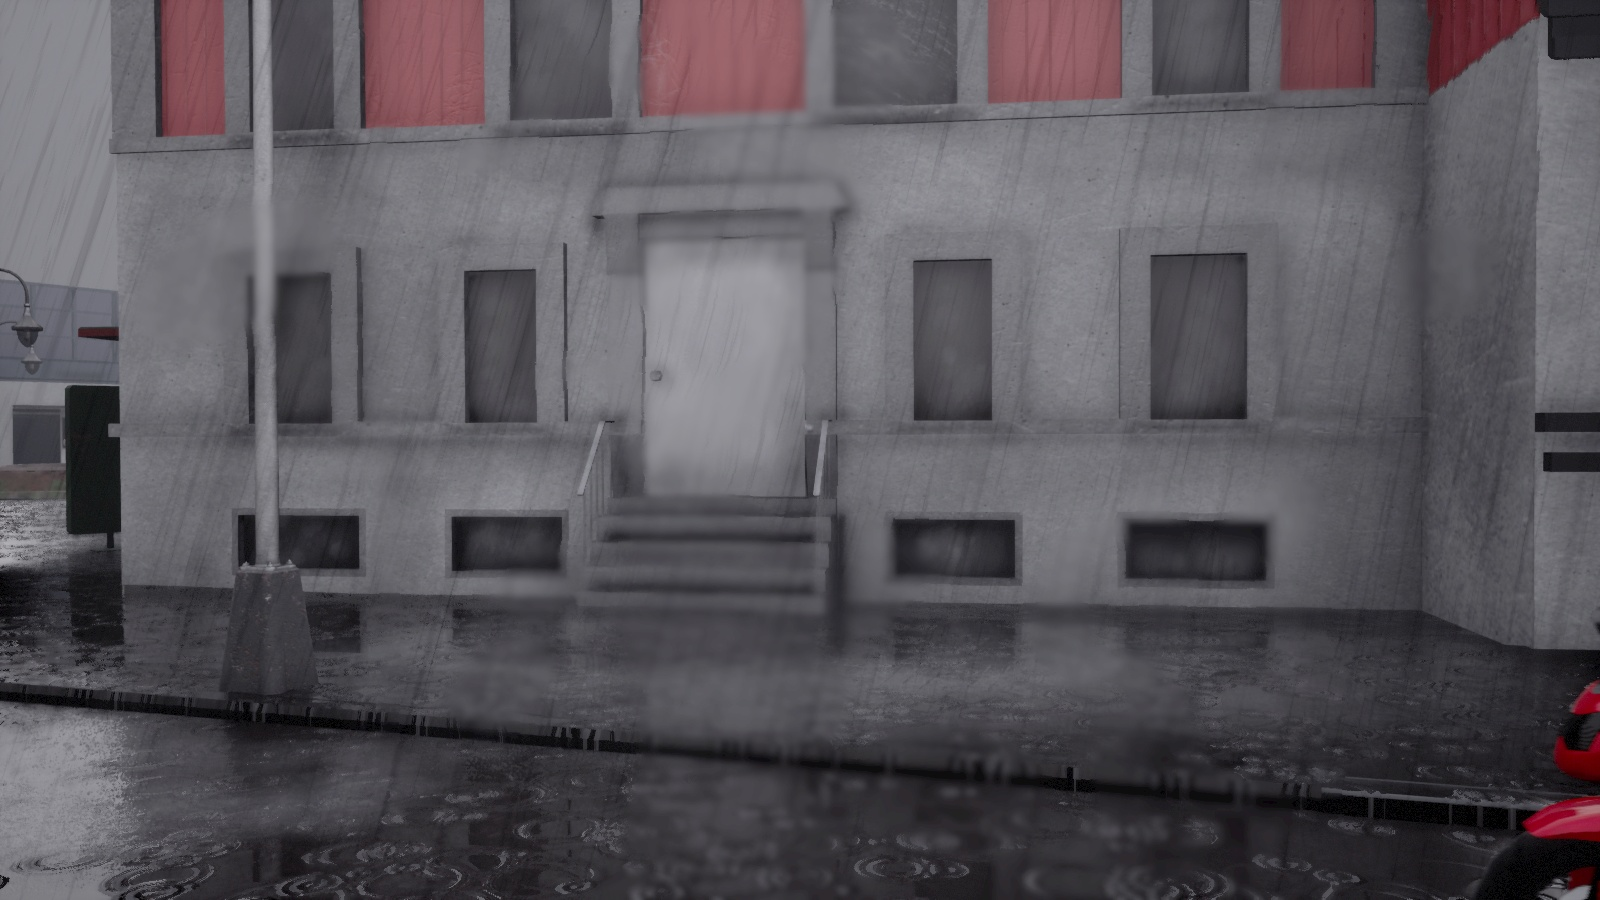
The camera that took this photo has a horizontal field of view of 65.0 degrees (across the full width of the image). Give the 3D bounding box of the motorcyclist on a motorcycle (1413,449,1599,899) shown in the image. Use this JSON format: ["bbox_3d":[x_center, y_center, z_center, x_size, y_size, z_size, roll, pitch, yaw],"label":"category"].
[{"bbox_3d":[2.587,0.773,2.852,2.044,1.523,0.797,1,1,18],"label":"motorcyclist on a motorcycle"}]
